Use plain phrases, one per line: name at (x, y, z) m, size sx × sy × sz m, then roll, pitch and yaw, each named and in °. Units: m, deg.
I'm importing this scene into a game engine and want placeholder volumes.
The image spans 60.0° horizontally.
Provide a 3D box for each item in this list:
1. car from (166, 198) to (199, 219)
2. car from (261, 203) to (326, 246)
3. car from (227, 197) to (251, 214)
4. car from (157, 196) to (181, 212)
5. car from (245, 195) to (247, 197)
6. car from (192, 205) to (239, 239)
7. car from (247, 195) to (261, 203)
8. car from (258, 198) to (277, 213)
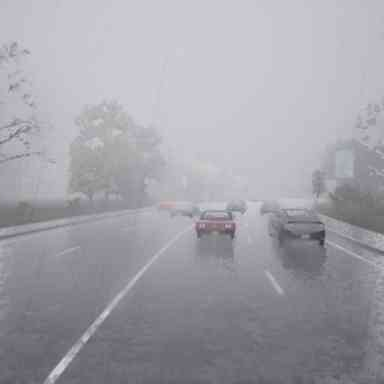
car at (-0.533, 1.489, 28.637) m, size 1.812 × 1.442 × 4.674 m, roll 0°, pitch 0°, yaw 12°
car at (4.615, 1.490, 15.163) m, size 2.128 × 1.511 × 4.902 m, roll 0°, pitch 0°, yaw 6°
car at (4.773, 1.523, 35.344) m, size 2.033 × 1.411 × 5.357 m, roll 0°, pitch 0°, yaw 14°
car at (-2.254, 1.296, 36.678) m, size 2.097 × 1.767 × 4.553 m, roll 0°, pitch 0°, yaw 15°
car at (12.795, 1.408, 74.263) m, size 2.128 × 1.511 × 4.902 m, roll 0°, pitch 0°, yaw 30°
car at (1.347, 1.585, 17.429) m, size 1.895 × 1.301 × 4.718 m, roll 0°, pitch 0°, yaw 7°
car at (13.193, 1.514, 67.628) m, size 1.994 × 1.385 × 4.181 m, roll 0°, pitch 0°, yaw 26°
car at (7.957, 1.556, 33.519) m, size 1.994 × 1.385 × 4.181 m, roll 0°, pitch 0°, yaw 14°
